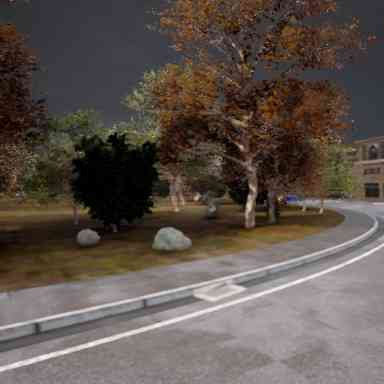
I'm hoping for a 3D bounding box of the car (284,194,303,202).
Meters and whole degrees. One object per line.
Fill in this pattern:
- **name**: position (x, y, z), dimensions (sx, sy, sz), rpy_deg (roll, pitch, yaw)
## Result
- **car**: position (20.051, 1.215, 65.848), dimensions (1.882, 1.535, 5.008), rpy_deg (-2, 0, -9)
